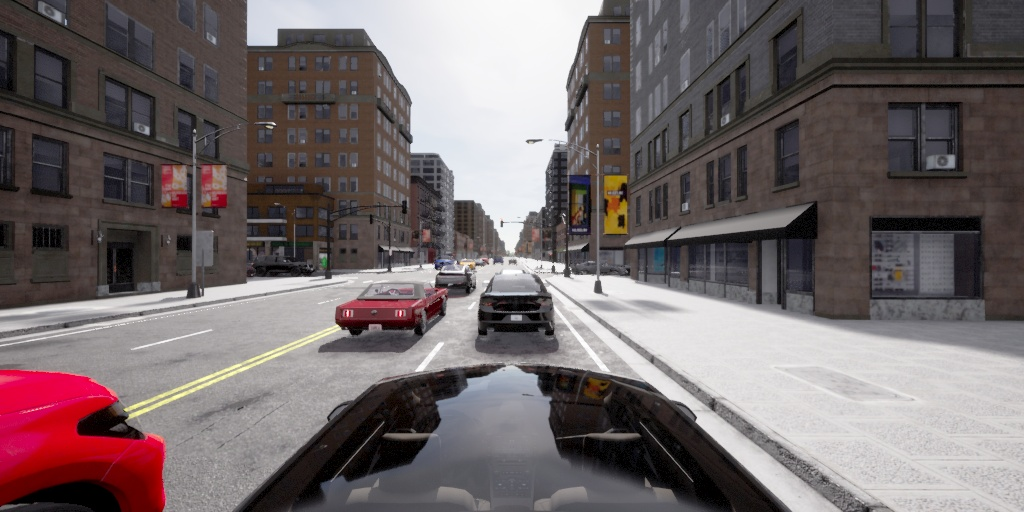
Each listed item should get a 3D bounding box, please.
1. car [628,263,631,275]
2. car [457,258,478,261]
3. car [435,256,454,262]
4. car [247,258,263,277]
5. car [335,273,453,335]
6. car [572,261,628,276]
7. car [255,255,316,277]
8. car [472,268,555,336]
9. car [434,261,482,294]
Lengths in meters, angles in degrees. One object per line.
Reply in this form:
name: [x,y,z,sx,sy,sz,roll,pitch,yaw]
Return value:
car: [13.305,1.278,37.789,4.902,1.511,2.128,0,0,0]
car: [-6.500,1.221,52.495,1.882,1.535,5.008,0,0,0]
car: [-9.744,0.960,52.111,2.150,2.045,5.566,0,1,0]
car: [-25.359,1.170,32.223,4.097,1.591,1.967,0,0,0]
car: [-3.133,1.351,10.458,1.895,1.301,4.718,0,0,0]
car: [8.353,1.258,35.009,4.902,1.511,2.128,0,0,3]
car: [-22.125,0.963,34.740,5.566,2.045,2.150,0,0,0]
car: [0.111,1.227,10.478,1.882,1.535,5.008,0,0,0]
car: [-3.110,1.240,20.393,2.128,1.511,4.902,0,0,0]
